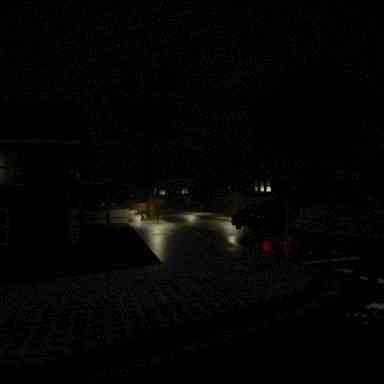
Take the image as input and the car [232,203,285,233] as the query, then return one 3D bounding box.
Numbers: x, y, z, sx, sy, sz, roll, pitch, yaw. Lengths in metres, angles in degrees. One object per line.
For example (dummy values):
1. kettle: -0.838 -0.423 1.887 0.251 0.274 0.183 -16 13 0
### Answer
1. car: 4.895 1.866 25.012 2.150 2.045 5.566 -1 -2 -14
